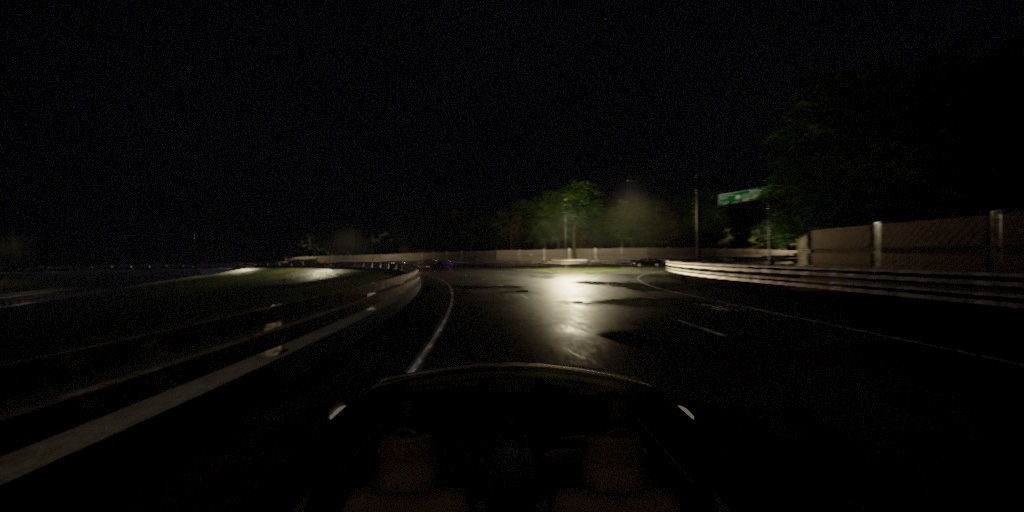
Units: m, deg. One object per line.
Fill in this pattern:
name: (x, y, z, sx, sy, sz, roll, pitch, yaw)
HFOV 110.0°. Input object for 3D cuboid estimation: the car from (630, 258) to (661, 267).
car: (21.429, 1.017, 57.565, 4.892, 1.490, 1.837, -1, 0, -6)

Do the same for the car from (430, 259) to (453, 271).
car: (-10.595, 1.437, 54.843, 1.882, 1.535, 5.008, -1, 0, -30)

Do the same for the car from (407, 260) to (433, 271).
car: (-13.700, 1.608, 53.234, 1.895, 1.301, 4.718, -1, 0, -30)
